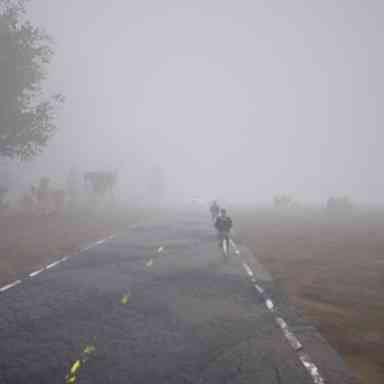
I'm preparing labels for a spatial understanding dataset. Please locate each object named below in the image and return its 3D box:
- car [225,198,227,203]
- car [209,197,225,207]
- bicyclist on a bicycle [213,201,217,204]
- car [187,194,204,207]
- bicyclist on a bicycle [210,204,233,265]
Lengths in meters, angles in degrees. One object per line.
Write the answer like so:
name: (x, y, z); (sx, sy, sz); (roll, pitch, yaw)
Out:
car: (6.544, 1.770, 73.307); (1.994, 1.385, 4.181); (0, 0, 10)
car: (3.936, 1.723, 55.585); (1.994, 1.385, 4.181); (0, 0, 7)
bicyclist on a bicycle: (1.386, 1.425, 20.039); (0.659, 1.776, 1.843); (0, 0, 3)
car: (0.650, 1.378, 55.154); (2.150, 2.045, 5.566); (0, 0, 8)
bicyclist on a bicycle: (1.025, 1.400, 10.837); (0.659, 1.776, 1.843); (0, 0, 2)
